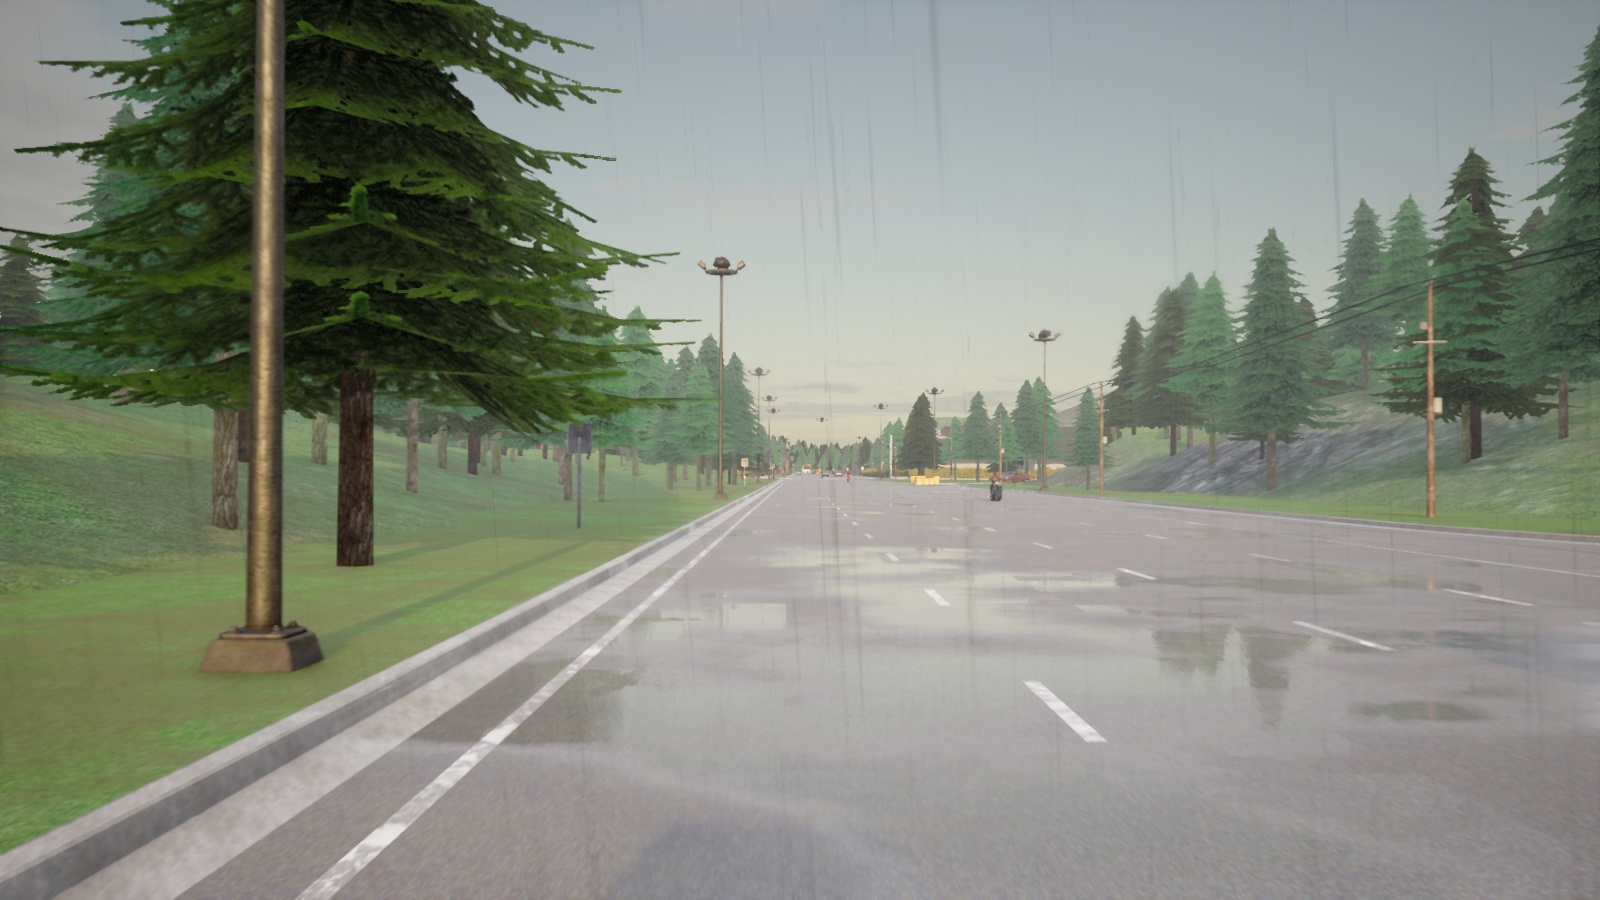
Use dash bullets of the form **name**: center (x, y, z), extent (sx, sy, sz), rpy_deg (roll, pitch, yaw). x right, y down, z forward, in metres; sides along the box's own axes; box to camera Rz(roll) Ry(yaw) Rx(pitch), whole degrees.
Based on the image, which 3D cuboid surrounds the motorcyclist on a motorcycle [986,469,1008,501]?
- **motorcyclist on a motorcycle**: center (10.339, 1.830, 66.098), extent (0.766, 1.649, 2.350), rpy_deg (0, -1, 0)
